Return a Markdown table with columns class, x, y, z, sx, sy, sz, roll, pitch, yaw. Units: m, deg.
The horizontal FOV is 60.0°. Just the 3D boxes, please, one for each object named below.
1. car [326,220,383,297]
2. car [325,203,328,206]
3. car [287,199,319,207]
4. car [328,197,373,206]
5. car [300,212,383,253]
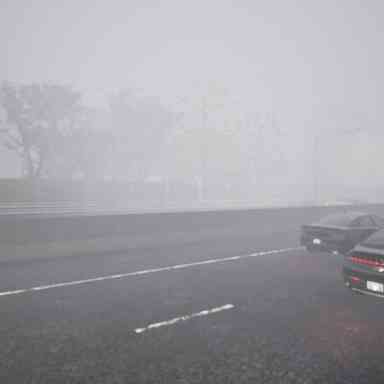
| class | x | y | z | sx | sy | sz | roll | pitch | yaw |
| --- | --- | --- | --- | --- | --- | --- | --- | --- | --- |
| car | 5.367 | 1.505 | 7.577 | 4.892 | 1.490 | 1.837 | 0 | 0 | -36 |
| car | 17.093 | 1.359 | 37.654 | 4.553 | 1.767 | 2.097 | 0 | 0 | -35 |
| car | 13.074 | 1.571 | 39.103 | 4.181 | 1.385 | 1.994 | 0 | 0 | -35 |
| car | 15.963 | 1.497 | 32.568 | 4.902 | 1.511 | 2.128 | 0 | 0 | -35 |
| car | 6.135 | 1.478 | 12.424 | 5.008 | 1.535 | 1.882 | 0 | 0 | -36 |
